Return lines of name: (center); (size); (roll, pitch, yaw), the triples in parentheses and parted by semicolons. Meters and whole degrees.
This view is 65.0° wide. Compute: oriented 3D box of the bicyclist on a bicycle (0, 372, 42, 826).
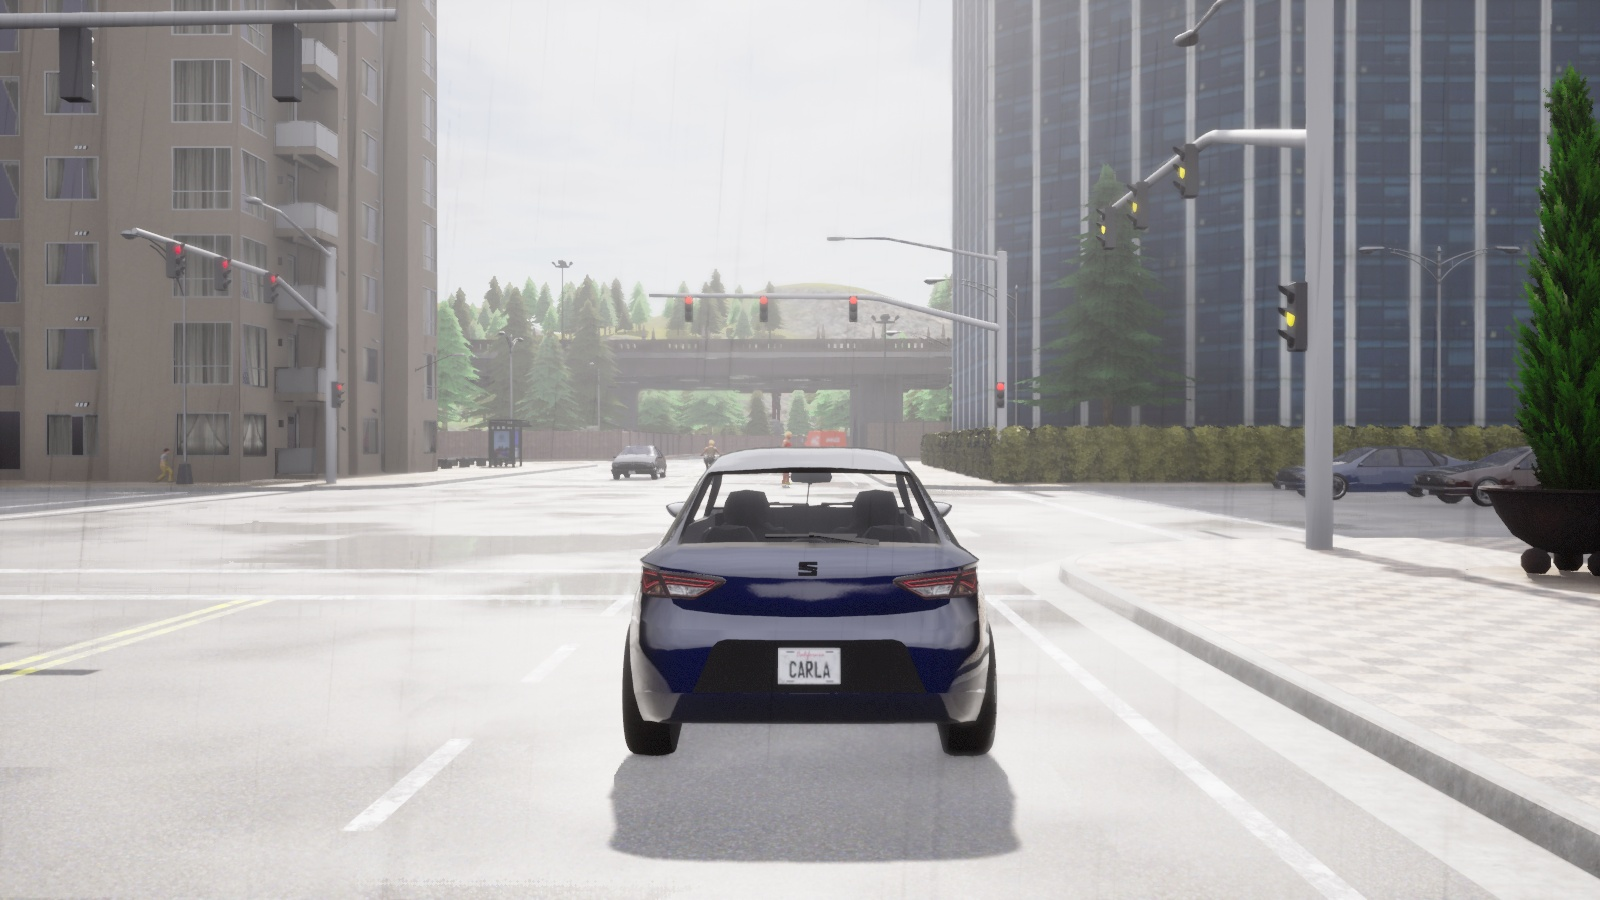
bicyclist on a bicycle: (-3.463, 0.590, 4.253); (0.659, 1.776, 1.843); (0, 1, 0)

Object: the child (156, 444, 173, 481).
child: (-21.498, 0.428, 42.487); (0.437, 1.263, 0.270); (0, 0, 1)

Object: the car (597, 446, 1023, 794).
car: (0.054, 0.718, 7.450); (1.816, 1.474, 4.193); (0, 0, 0)

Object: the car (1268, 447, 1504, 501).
car: (15.528, 0.617, 33.483); (5.357, 1.411, 2.033); (0, 0, 0)

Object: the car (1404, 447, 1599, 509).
car: (17.599, 0.639, 29.991); (5.357, 1.411, 2.033); (0, 0, 0)

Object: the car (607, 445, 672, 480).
car: (-6.708, 0.490, 52.943); (2.033, 1.411, 5.357); (0, 0, 0)
